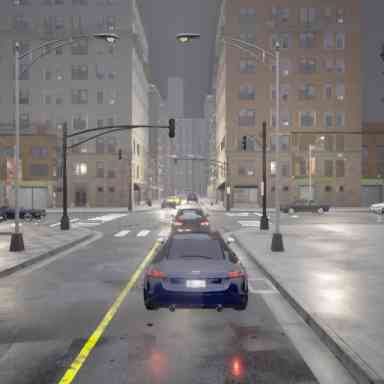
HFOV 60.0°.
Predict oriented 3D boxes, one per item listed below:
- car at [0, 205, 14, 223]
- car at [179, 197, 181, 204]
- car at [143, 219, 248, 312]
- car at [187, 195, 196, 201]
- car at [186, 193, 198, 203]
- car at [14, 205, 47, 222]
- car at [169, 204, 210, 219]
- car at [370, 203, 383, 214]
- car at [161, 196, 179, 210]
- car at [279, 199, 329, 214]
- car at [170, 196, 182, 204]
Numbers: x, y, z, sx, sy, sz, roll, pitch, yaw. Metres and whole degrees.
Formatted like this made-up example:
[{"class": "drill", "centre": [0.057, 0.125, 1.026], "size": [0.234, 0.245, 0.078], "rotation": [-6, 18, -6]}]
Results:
[{"class": "car", "centre": [-15.224, 1.616, 23.183], "size": [4.181, 1.385, 1.994], "rotation": [0, 0, 0]}, {"class": "car", "centre": [-3.105, 1.505, 55.116], "size": [1.882, 1.535, 5.008], "rotation": [0, 0, 0]}, {"class": "car", "centre": [0.083, 1.564, 7.785], "size": [1.994, 1.385, 4.181], "rotation": [0, 0, 0]}, {"class": "car", "centre": [-0.114, 1.583, 86.685], "size": [2.128, 1.511, 4.902], "rotation": [0, 0, 0]}, {"class": "car", "centre": [0.036, 1.261, 70.318], "size": [2.150, 2.045, 5.566], "rotation": [0, 0, 0]}, {"class": "car", "centre": [-14.153, 1.648, 26.438], "size": [4.718, 1.301, 1.895], "rotation": [0, 0, 0]}, {"class": "car", "centre": [-0.087, 1.525, 16.529], "size": [1.812, 1.442, 4.674], "rotation": [0, 0, -2]}, {"class": "car", "centre": [20.419, 1.438, 33.352], "size": [4.674, 1.442, 1.812], "rotation": [0, 0, -1]}, {"class": "car", "centre": [-3.077, 1.617, 44.338], "size": [1.895, 1.301, 4.718], "rotation": [0, 0, 0]}, {"class": "car", "centre": [11.157, 1.449, 33.298], "size": [4.892, 1.490, 1.837], "rotation": [0, 0, 0]}, {"class": "car", "centre": [-3.081, 1.586, 65.756], "size": [2.033, 1.411, 5.357], "rotation": [0, 0, 0]}]
